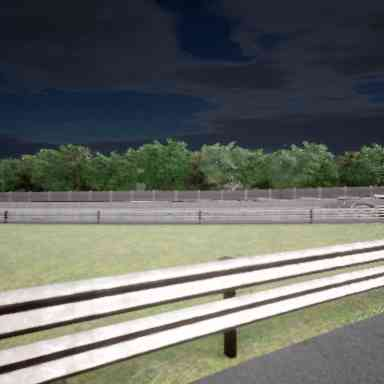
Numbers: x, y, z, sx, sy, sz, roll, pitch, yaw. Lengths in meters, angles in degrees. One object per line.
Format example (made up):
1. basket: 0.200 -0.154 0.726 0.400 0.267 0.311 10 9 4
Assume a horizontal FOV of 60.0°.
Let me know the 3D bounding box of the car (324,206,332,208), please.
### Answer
1. car: 18.374 1.766 37.976 5.357 1.411 2.033 -2 0 8

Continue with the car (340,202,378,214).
1. car: 17.857 1.763 34.514 4.892 1.490 1.837 -2 0 8
